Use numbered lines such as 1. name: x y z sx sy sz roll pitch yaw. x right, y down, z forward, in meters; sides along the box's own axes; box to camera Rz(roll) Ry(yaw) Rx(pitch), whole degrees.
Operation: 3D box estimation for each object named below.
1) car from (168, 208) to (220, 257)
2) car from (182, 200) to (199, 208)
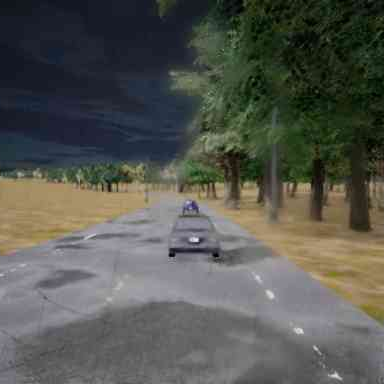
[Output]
1. car: 0.060 1.601 13.224 2.033 1.411 5.357 0 0 0
2. car: -0.169 1.660 39.336 1.812 1.442 4.674 0 0 -1
